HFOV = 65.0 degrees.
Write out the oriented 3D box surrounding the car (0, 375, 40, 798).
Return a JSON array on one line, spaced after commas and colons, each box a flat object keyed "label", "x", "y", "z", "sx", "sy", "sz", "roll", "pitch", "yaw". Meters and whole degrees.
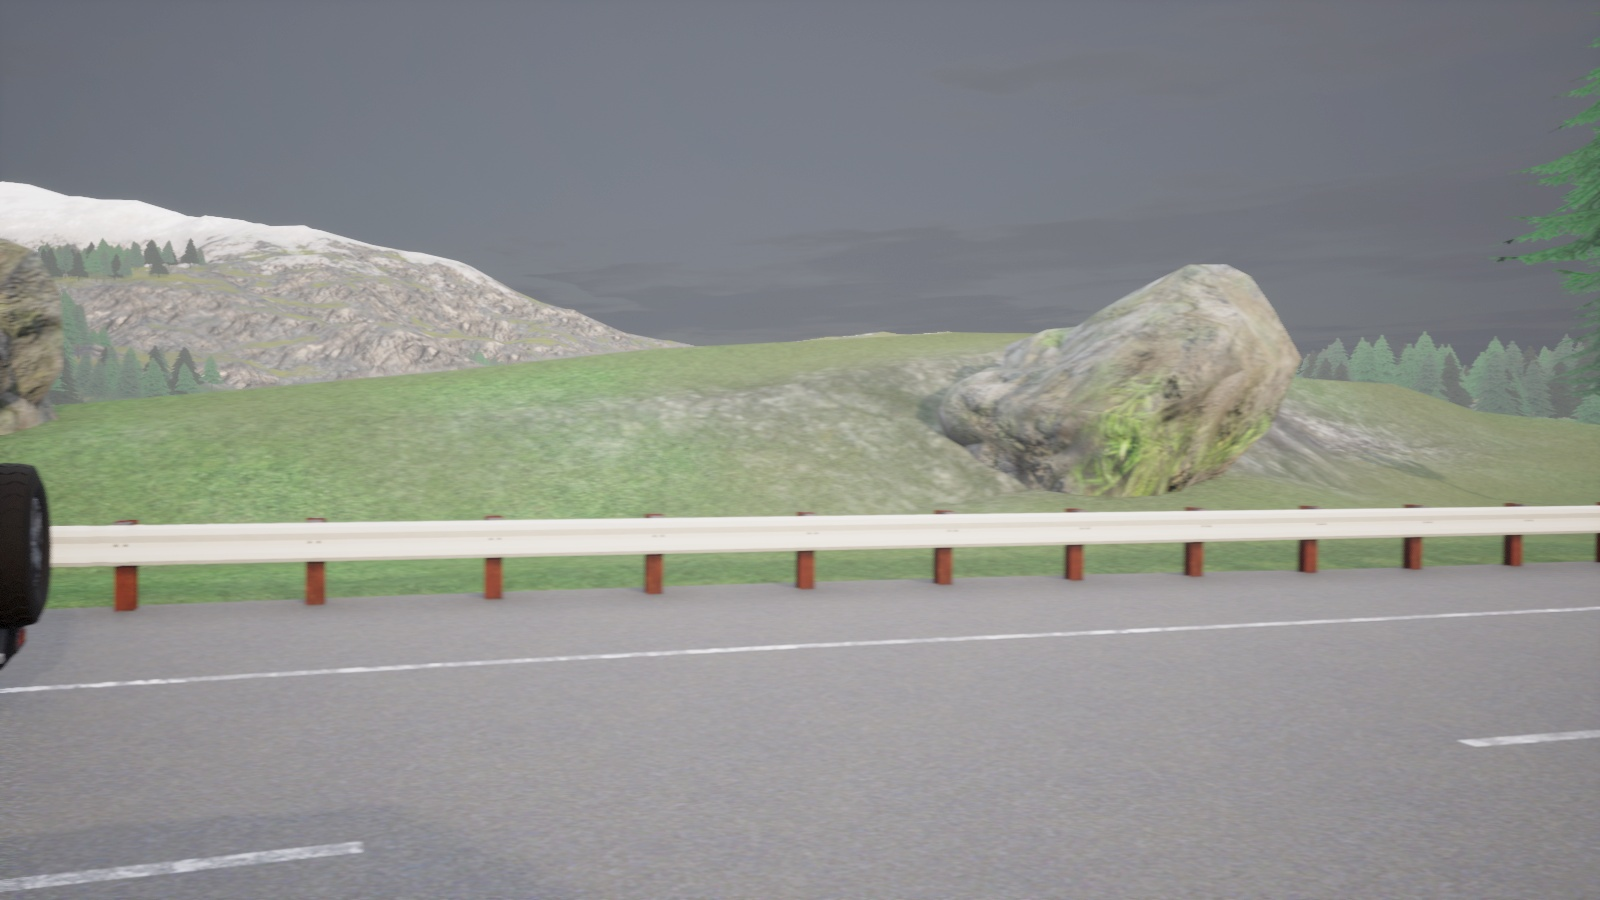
[{"label": "car", "x": -5.684, "y": 0.603, "z": 4.733, "sx": 4.605, "sy": 1.855, "sz": 1.932, "roll": 0, "pitch": 0, "yaw": -23}]
